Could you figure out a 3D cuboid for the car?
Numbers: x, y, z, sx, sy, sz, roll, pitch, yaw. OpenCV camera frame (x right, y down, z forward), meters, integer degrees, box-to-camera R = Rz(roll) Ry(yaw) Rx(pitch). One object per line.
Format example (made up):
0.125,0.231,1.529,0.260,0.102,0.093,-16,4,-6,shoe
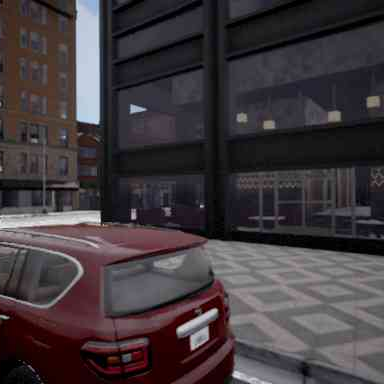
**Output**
-1.882,1.314,4.198,5.009,1.841,2.192,0,-1,35,car
